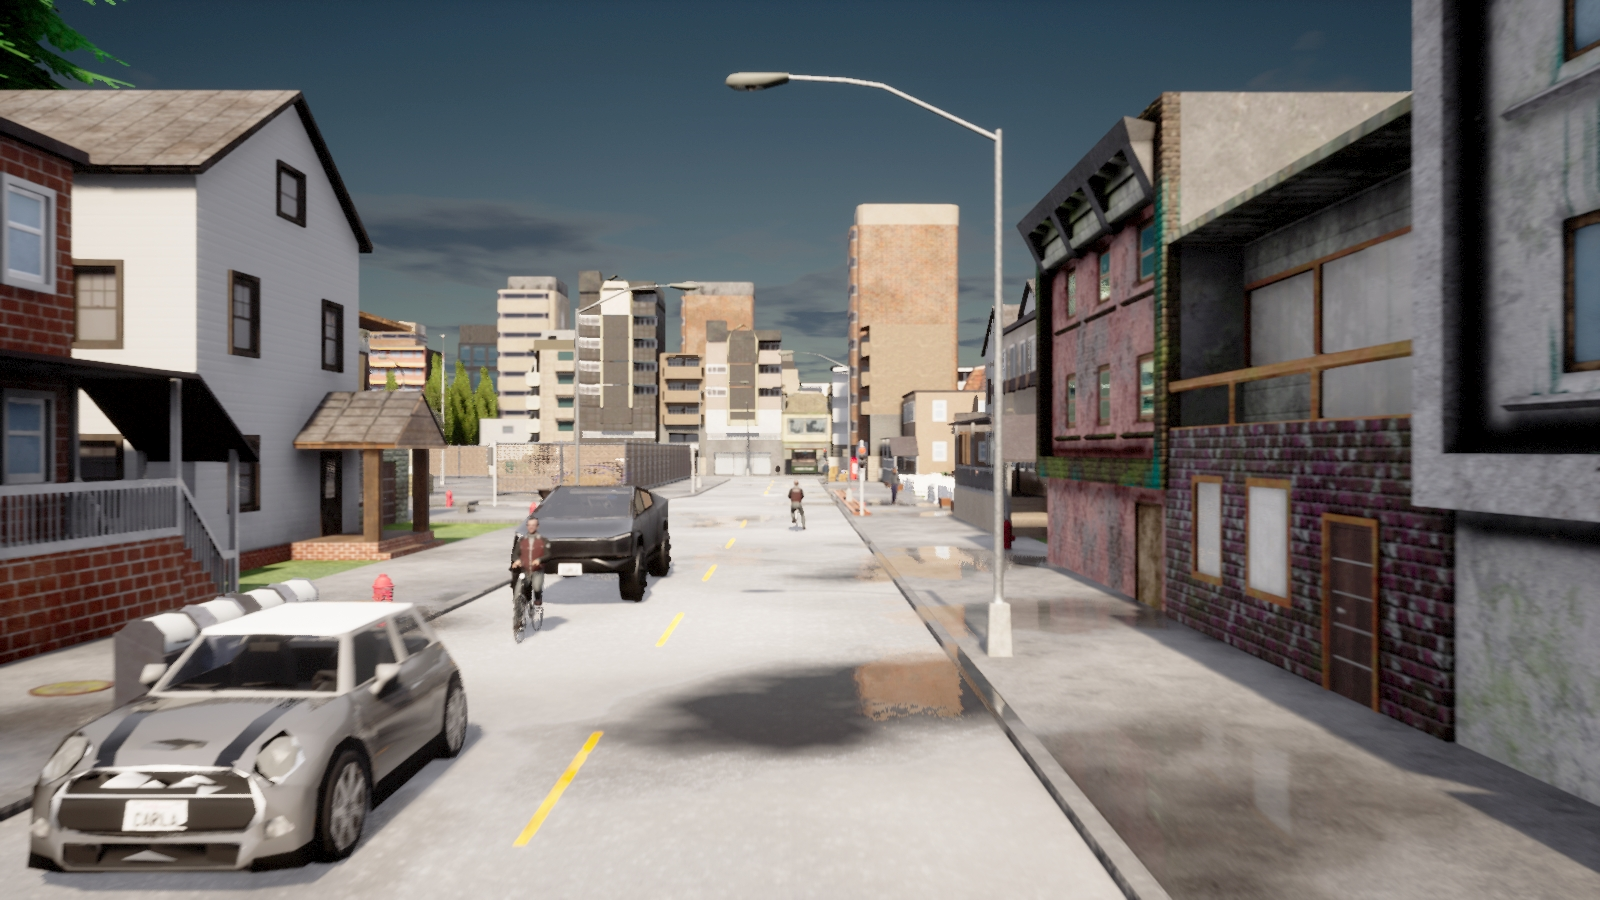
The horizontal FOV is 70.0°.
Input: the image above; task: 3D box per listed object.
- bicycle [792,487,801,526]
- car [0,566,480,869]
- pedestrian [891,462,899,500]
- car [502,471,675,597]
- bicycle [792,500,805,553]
[{"bbox_3d":[-0.117,1.940,39.489,0.329,1.271,1.835,0,0,0],"label":"bicycle"},{"bbox_3d":[-4.020,1.845,8.951,1.970,1.475,3.806,0,0,0],"label":"car"},{"bbox_3d":[4.649,1.524,56.192,0.375,1.860,0.375,0,0,2],"label":"pedestrian"},{"bbox_3d":[-4.069,1.534,23.271,2.390,2.098,6.274,0,0,0],"label":"car"},{"bbox_3d":[-0.042,1.938,29.315,0.329,1.271,1.835,0,-2,0],"label":"bicycle"}]
